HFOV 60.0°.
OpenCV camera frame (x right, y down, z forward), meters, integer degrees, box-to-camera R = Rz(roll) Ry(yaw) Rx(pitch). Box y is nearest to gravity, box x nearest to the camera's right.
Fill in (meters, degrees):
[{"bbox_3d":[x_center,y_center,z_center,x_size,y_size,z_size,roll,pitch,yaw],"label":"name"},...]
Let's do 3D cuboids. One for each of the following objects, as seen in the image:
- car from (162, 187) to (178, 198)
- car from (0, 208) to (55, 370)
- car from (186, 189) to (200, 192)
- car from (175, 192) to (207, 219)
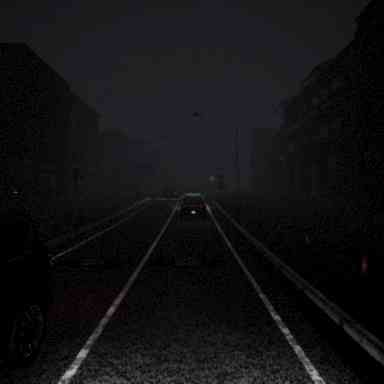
[{"bbox_3d":[-2.970,0.053,45.566,1.837,1.490,4.892,0,2,2],"label":"car"},{"bbox_3d":[-3.114,1.219,2.768,2.150,2.045,5.566,0,0,0],"label":"car"},{"bbox_3d":[0.149,0.253,42.830,1.895,1.301,4.718,0,2,1],"label":"car"},{"bbox_3d":[0.087,1.019,24.155,2.128,1.511,4.902,0,2,0],"label":"car"}]
